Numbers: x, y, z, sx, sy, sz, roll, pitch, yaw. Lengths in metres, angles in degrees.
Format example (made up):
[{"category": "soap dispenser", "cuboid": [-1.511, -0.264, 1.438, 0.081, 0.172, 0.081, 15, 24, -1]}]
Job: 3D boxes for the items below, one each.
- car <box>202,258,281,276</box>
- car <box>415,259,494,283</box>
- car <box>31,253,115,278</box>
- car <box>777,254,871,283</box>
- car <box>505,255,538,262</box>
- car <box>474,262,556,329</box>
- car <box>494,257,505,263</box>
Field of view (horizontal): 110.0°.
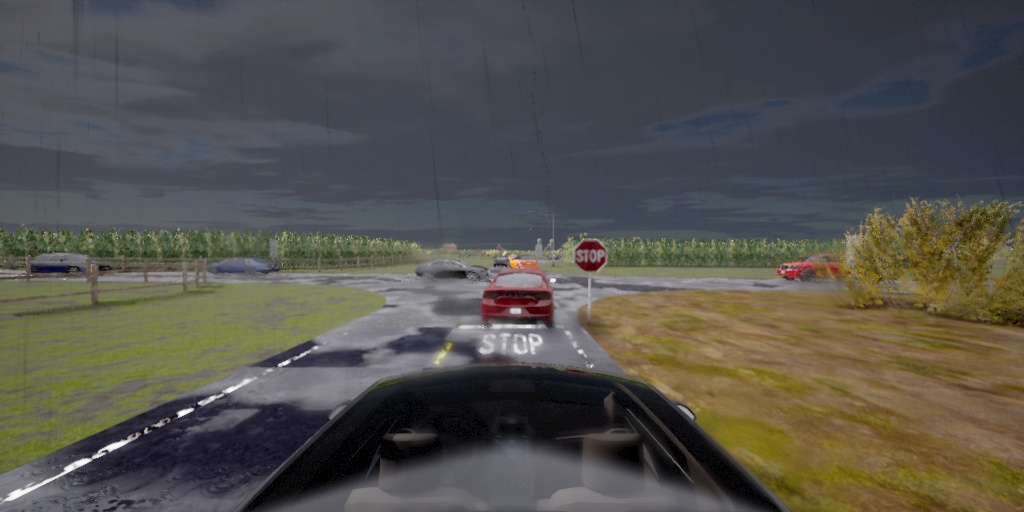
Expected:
[{"category": "car", "cuboid": [-21.535, 0.845, 28.656, 5.357, 1.411, 2.033, 0, 1, 3]}, {"category": "car", "cuboid": [-3.958, 0.956, 23.954, 4.902, 1.511, 2.128, 0, 1, 4]}, {"category": "car", "cuboid": [-31.076, 0.610, 25.376, 4.553, 1.767, 2.097, 0, 1, 3]}, {"category": "car", "cuboid": [22.246, 0.842, 25.522, 5.566, 2.045, 2.150, 0, 1, 6]}, {"category": "car", "cuboid": [1.156, 0.691, 37.212, 2.097, 1.767, 4.553, 0, 1, -15]}, {"category": "car", "cuboid": [0.320, 1.118, 10.956, 1.882, 1.535, 5.008, 0, 1, 5]}, {"category": "car", "cuboid": [-1.215, 0.778, 47.185, 2.033, 1.411, 5.357, 0, 1, 6]}]
